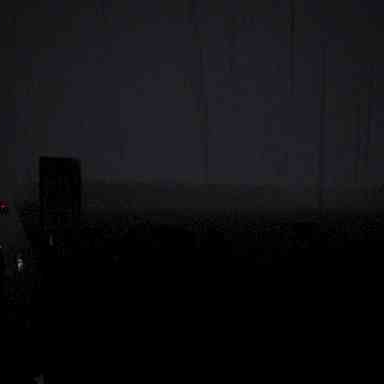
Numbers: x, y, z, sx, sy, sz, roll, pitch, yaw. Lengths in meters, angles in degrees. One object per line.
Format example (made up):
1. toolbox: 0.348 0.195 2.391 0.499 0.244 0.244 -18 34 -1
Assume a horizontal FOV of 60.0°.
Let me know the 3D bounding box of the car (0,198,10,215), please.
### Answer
1. car: -19.471 1.537 33.347 1.812 1.442 4.674 0 0 -28

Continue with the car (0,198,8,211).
1. car: -24.486 1.533 42.382 1.812 1.442 4.674 0 0 -29

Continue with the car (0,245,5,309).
1. car: -4.732 1.567 6.377 1.994 1.385 4.181 0 0 -29
